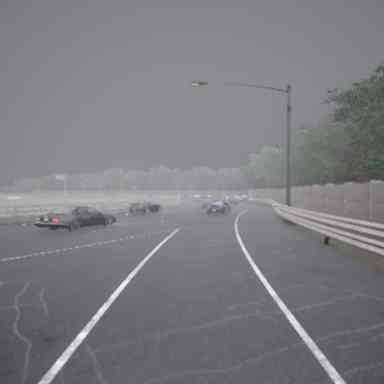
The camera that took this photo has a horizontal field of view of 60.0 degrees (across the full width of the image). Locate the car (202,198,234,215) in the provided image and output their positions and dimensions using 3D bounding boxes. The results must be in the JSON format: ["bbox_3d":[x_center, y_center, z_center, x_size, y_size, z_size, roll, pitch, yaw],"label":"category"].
[{"bbox_3d":[2.887,1.638,35.325,1.812,1.442,4.674,1,0,18],"label":"car"}]

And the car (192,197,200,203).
[{"bbox_3d":[1.077,1.753,73.798,1.994,1.385,4.181,0,0,-4],"label":"car"}]

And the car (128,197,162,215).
[{"bbox_3d":[-4.758,1.549,34.431,2.128,1.511,4.902,1,0,19],"label":"car"}]

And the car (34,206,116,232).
[{"bbox_3d":[-6.895,1.555,20.297,2.033,1.411,5.357,0,0,24],"label":"car"}]

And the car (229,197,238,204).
[{"bbox_3d":[8.130,1.780,67.403,2.033,1.411,5.357,0,0,0],"label":"car"}]

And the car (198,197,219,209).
[{"bbox_3d":[2.503,1.742,47.554,1.895,1.301,4.718,0,0,12],"label":"car"}]
